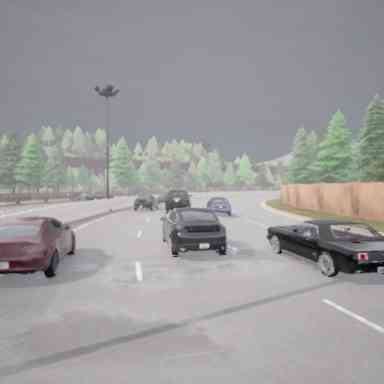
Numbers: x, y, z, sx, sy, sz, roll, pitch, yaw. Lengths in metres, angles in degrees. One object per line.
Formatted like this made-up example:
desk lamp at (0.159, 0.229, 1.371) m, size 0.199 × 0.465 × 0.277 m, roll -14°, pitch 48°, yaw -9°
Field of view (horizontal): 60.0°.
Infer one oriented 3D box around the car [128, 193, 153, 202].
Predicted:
car at (-8.327, 0.873, 54.105) m, size 2.033 × 1.411 × 5.357 m, roll 0°, pitch 1°, yaw 15°

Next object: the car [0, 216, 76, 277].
car at (-4.571, 1.415, 9.520) m, size 1.812 × 1.442 × 4.674 m, roll 0°, pitch 1°, yaw -10°

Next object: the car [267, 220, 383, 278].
car at (3.951, 1.461, 9.794) m, size 1.895 × 1.301 × 4.718 m, roll 0°, pitch 1°, yaw -11°

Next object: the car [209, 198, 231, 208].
car at (2.221, 1.182, 27.761) m, size 2.033 × 1.411 × 5.357 m, roll 0°, pitch 1°, yaw 1°

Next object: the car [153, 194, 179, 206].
car at (-3.333, 0.986, 44.220) m, size 2.033 × 1.411 × 5.357 m, roll 0°, pitch 1°, yaw 12°

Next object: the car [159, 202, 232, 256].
car at (-0.035, 1.343, 12.439) m, size 1.837 × 1.490 × 4.892 m, roll -1°, pitch 1°, yaw -10°

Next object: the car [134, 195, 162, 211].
car at (-4.577, 1.081, 33.808) m, size 1.837 × 1.490 × 4.892 m, roll 0°, pitch 1°, yaw 5°

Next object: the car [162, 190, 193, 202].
car at (-1.169, 0.824, 30.944) m, size 2.150 × 2.045 × 5.566 m, roll 0°, pitch 1°, yaw 2°

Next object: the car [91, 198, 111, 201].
car at (-13.079, 0.969, 48.982) m, size 1.994 × 1.385 × 4.181 m, roll 0°, pitch 1°, yaw 13°
